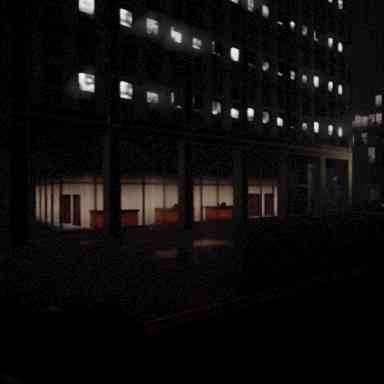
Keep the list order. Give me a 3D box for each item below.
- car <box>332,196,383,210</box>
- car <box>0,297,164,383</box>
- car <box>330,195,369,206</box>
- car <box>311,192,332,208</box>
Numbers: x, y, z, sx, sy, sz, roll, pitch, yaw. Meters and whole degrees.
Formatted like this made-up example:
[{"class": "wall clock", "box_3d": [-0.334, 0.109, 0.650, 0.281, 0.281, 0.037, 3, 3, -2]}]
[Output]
[{"class": "car", "box_3d": [17.960, 1.206, 35.582, 1.752, 1.417, 4.829, 0, 0, -36]}, {"class": "car", "box_3d": [-2.446, 1.498, 1.635, 4.902, 1.511, 2.128, 0, 0, -35]}, {"class": "car", "box_3d": [21.415, 1.177, 45.399, 2.008, 1.369, 4.403, 0, 0, -36]}, {"class": "car", "box_3d": [14.513, 0.961, 40.305, 2.192, 1.841, 5.009, 0, 0, -36]}]
